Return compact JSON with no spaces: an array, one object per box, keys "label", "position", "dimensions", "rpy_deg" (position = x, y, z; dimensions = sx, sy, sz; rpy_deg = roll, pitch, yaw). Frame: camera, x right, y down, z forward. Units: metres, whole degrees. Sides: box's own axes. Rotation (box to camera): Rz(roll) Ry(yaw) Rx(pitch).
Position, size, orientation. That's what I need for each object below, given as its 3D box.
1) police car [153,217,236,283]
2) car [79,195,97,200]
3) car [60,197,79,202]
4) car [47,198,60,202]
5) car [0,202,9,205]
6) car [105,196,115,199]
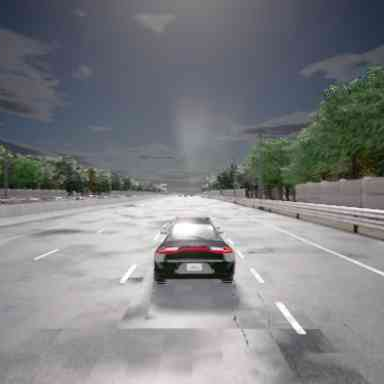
[{"label":"police car","position":[0.010,1.519,9.814],"dimensions":[2.038,1.542,4.974],"rpy_deg":[0,-1,-1]},{"label":"car","position":[-21.007,1.589,68.771],"dimensions":[2.097,1.767,4.553],"rpy_deg":[0,0,0]},{"label":"car","position":[-24.507,1.757,68.323],"dimensions":[2.128,1.511,4.902],"rpy_deg":[0,0,0]},{"label":"car","position":[-28.007,1.826,68.292],"dimensions":[1.895,1.301,4.718],"rpy_deg":[0,0,0]},{"label":"car","position":[-17.601,1.606,29.703],"dimensions":[1.994,1.385,4.181],"rpy_deg":[0,0,0]},{"label":"car","position":[-17.507,1.589,71.061],"dimensions":[2.097,1.767,4.553],"rpy_deg":[0,0,0]}]
